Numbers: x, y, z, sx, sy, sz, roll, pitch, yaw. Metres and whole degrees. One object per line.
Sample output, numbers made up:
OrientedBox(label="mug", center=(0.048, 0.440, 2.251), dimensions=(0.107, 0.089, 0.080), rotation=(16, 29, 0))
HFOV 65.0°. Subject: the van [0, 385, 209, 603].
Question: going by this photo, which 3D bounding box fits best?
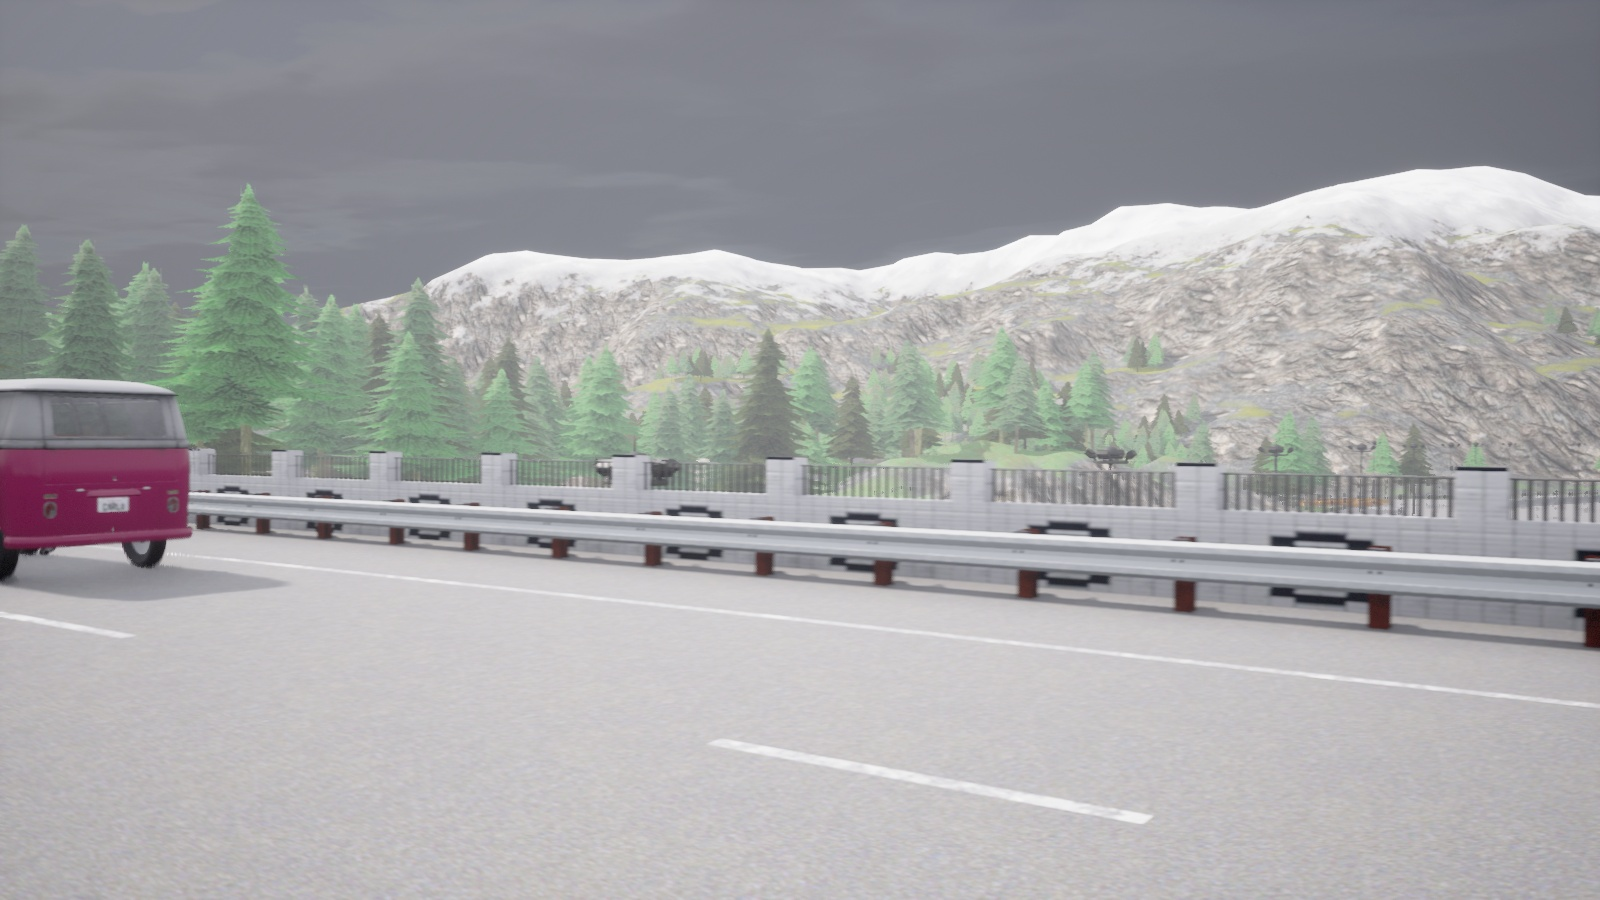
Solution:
OrientedBox(label="van", center=(-8.446, 0.403, 13.432), dimensions=(4.442, 1.987, 1.775), rotation=(0, 1, 34))
